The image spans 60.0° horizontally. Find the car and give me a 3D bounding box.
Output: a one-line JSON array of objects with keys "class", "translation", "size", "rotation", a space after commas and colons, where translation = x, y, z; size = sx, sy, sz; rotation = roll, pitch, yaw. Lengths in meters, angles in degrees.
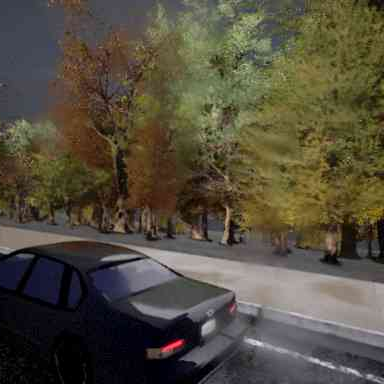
[{"class": "car", "translation": [-1.886, 1.487, 5.041], "size": [5.357, 1.411, 2.033], "rotation": [1, 0, 35]}]
